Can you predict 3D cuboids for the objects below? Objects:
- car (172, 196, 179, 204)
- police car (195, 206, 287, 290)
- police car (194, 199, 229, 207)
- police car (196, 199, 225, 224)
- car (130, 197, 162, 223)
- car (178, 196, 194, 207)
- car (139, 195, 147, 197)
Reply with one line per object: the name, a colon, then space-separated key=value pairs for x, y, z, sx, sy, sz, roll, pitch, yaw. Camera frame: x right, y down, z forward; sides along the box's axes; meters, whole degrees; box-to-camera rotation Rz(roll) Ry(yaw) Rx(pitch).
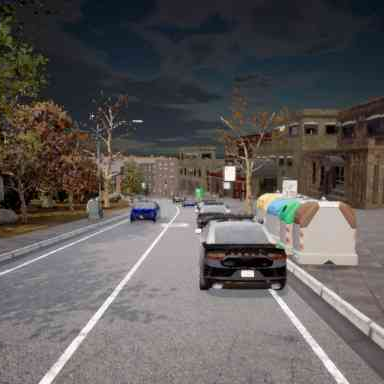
car: x=-2.484 y=1.470 z=61.312 sx=1.895 sy=1.301 sz=4.718 roll=-1 pitch=0 yaw=-12
police car: x=1.124 y=1.408 z=9.157 sx=1.930 sy=1.638 sz=5.238 roll=0 pitch=0 yaw=1
police car: x=1.220 y=1.389 z=19.206 sx=1.930 sy=1.638 sz=5.238 roll=0 pitch=0 yaw=1
police car: x=1.277 y=1.377 z=25.235 sx=1.930 sy=1.638 sz=5.238 roll=0 pitch=0 yaw=1
car: x=-3.394 y=1.430 z=25.027 sx=1.882 sy=1.535 sz=5.008 roll=0 pitch=0 yaw=0
car: x=-0.439 y=1.458 z=47.690 sx=1.994 sy=1.385 sz=4.181 roll=-1 pitch=0 yaw=-6
car: x=-12.066 y=1.514 z=81.931 sx=2.128 sy=1.511 sz=4.902 roll=-2 pitch=0 yaw=-20
